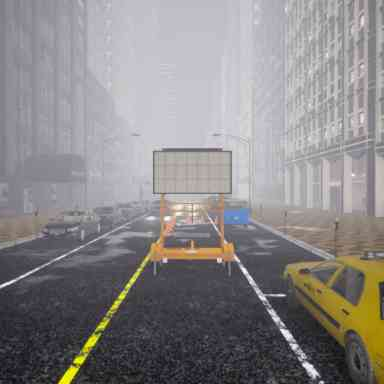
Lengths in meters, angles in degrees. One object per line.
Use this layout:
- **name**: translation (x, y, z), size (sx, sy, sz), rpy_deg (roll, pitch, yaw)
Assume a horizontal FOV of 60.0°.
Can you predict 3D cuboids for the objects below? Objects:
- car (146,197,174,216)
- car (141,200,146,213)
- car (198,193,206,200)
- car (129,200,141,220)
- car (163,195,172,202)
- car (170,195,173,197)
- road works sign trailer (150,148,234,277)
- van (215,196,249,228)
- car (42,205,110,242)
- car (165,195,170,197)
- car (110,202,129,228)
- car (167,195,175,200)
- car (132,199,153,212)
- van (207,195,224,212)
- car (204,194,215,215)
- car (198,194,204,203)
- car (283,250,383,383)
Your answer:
- **car**: translation (-3.015, 1.497, 32.293), size (1.837, 1.490, 4.892), rpy_deg (0, 0, 0)
- **car**: translation (-5.714, 1.543, 33.257), size (2.008, 1.369, 4.403), rpy_deg (-1, 0, 0)
- **car**: translation (2.639, 1.291, 90.098), size (2.192, 1.841, 5.009), rpy_deg (-1, 0, 0)
- **car**: translation (-5.710, 1.538, 27.574), size (1.887, 1.381, 4.507), rpy_deg (-1, 0, 0)
- **car**: translation (-5.735, 1.420, 78.726), size (1.967, 1.590, 4.097), rpy_deg (-1, 0, 0)
- **car**: translation (-5.731, 1.564, 73.043), size (1.802, 1.307, 4.206), rpy_deg (-1, 0, 0)
- **road works sign trailer**: translation (0.011, 0.462, 10.259), size (2.380, 3.560, 2.880), rpy_deg (0, 0, 0)
- **van**: translation (2.671, 1.336, 21.894), size (1.690, 1.788, 3.998), rpy_deg (-1, 0, 0)
- **car**: translation (-5.705, 1.547, 16.206), size (2.008, 1.369, 4.403), rpy_deg (-1, 0, 0)
- **car**: translation (-5.726, 1.536, 61.675), size (2.008, 1.369, 4.403), rpy_deg (-1, 0, 0)
- **car**: translation (-5.708, 1.561, 21.890), size (1.947, 1.339, 4.313), rpy_deg (-1, 0, 0)
- **car**: translation (-5.739, 1.502, 89.924), size (1.752, 1.417, 4.829), rpy_deg (-1, 0, 0)
- **car**: translation (-5.716, 1.573, 38.941), size (1.802, 1.307, 4.206), rpy_deg (-1, 0, 0)
- **van**: translation (2.663, 1.332, 38.945), size (1.690, 1.788, 3.998), rpy_deg (-1, 0, 0)
- **car**: translation (2.665, 1.307, 33.261), size (2.192, 1.841, 5.009), rpy_deg (-1, 0, 0)
- **car**: translation (2.654, 1.536, 61.679), size (2.008, 1.369, 4.403), rpy_deg (-1, 0, 0)
- **car**: translation (2.680, 1.524, 5.013), size (1.752, 1.417, 4.829), rpy_deg (-1, 0, 0)
